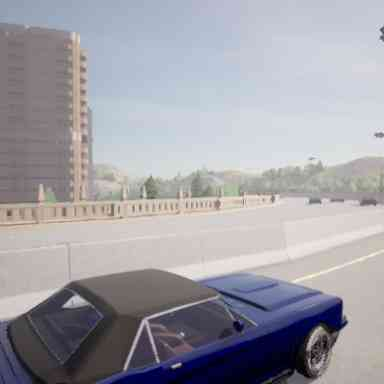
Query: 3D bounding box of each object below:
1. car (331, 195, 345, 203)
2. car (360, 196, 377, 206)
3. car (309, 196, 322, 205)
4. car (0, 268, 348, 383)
[{"bbox_3d":[24.629,1.167,56.336,1.994,1.385,4.181,0,0,19],"label":"car"},{"bbox_3d":[24.135,1.242,45.470,1.895,1.301,4.718,0,0,25],"label":"car"},{"bbox_3d":[19.189,1.270,51.676,1.895,1.301,4.718,0,0,22],"label":"car"},{"bbox_3d":[-0.252,1.594,3.747,4.718,1.301,1.895,-1,0,-37],"label":"car"}]
